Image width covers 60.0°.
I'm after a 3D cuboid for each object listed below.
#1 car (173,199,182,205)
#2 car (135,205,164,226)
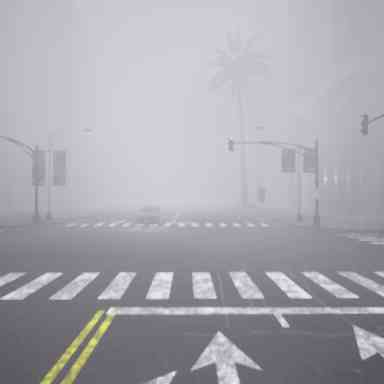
[{"bbox_3d":[-3.372,2.376,78.644,1.812,1.442,4.674,0,-1,0],"label":"car"},{"bbox_3d":[-3.287,1.809,26.598,1.882,1.535,5.008,0,1,0],"label":"car"}]
